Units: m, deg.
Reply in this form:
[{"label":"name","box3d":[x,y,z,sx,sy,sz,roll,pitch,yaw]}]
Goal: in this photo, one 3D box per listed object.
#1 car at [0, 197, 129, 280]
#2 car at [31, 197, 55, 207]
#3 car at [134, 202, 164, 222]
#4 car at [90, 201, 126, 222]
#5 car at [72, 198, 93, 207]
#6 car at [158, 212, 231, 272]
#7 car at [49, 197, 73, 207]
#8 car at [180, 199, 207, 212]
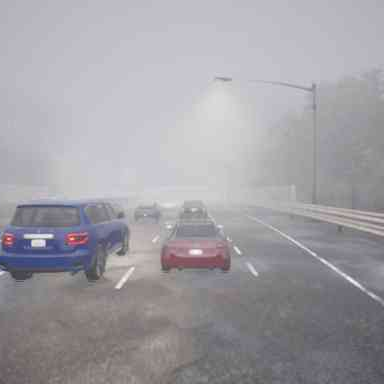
[{"label":"car","box3d":[-3.397,1.224,10.039,2.150,2.045,5.566,0,0,0]},{"label":"car","box3d":[-24.528,1.576,54.804,1.812,1.442,4.674,0,0,1]},{"label":"car","box3d":[-3.394,1.505,26.634,2.128,1.511,4.902,0,0,0]},{"label":"car","box3d":[-6.894,1.540,27.687,1.812,1.442,4.674,0,0,0]},{"label":"car","box3d":[-17.537,1.649,53.468,1.895,1.301,4.718,0,0,1]},{"label":"car","box3d":[0.102,1.566,10.826,1.994,1.385,4.181,0,0,0]},{"label":"car","box3d":[-21.036,1.552,53.702,1.837,1.490,4.892,0,0,1]},{"label":"car","box3d":[0.107,1.365,26.406,2.097,1.767,4.553,0,0,0]}]
